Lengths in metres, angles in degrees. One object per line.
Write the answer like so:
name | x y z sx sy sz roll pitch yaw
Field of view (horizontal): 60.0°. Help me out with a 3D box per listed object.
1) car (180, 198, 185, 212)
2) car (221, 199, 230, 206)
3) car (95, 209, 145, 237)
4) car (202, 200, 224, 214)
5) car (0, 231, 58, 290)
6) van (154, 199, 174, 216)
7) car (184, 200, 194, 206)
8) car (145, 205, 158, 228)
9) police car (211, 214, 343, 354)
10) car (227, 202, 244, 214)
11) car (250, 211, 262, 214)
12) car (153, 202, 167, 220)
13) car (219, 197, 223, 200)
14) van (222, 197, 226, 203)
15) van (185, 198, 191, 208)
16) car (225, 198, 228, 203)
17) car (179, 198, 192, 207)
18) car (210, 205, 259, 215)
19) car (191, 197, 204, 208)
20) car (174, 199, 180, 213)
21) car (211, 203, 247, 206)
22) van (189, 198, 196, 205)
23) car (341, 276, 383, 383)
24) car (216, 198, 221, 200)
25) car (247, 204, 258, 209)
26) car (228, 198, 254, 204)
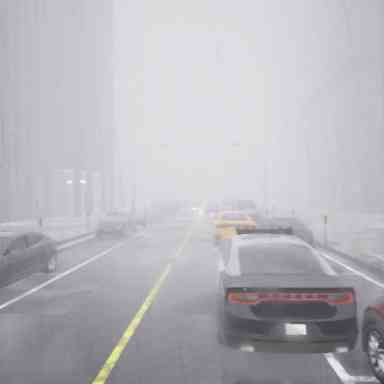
car | -2.722 1.971 47.963 2.192 1.841 5.009 -1 -1 4
car | 7.510 2.407 75.442 1.887 1.381 4.507 -1 -1 4
car | -4.437 1.871 19.968 2.008 1.369 4.403 -1 -1 4
car | 2.722 2.048 42.298 2.033 1.411 5.357 -1 -1 4
car | -5.125 1.755 8.771 1.947 1.339 4.313 -1 -1 4
van | -3.409 1.862 36.766 1.690 1.788 3.998 -1 -1 4
car | -0.655 2.617 81.551 2.008 1.369 4.403 -1 -1 4
car | -4.093 1.969 25.566 1.802 1.307 4.206 -1 -1 4
police car | 1.413 1.488 6.608 1.930 1.638 5.238 -1 -1 4
car | 5.457 1.981 42.023 1.752 1.417 4.829 -1 -1 4
car | 3.728 1.684 13.861 1.947 1.339 4.313 -1 -1 4
car | -3.761 1.977 30.996 1.752 1.417 4.829 -1 -1 4
car | 6.819 2.040 64.248 2.192 1.841 5.009 -1 -1 4
van | 6.131 1.930 53.052 1.690 1.788 3.998 -1 -1 4
van | -1.690 2.202 64.759 1.690 1.788 3.998 -1 -1 4
car | 5.099 1.701 36.258 2.192 1.841 5.009 -1 -1 4
car | -1.346 2.244 70.358 2.192 1.841 5.009 -1 -1 4
car | 1.972 1.658 16.474 1.882 1.535 5.008 -1 -1 3
car | 1.094 2.313 64.986 2.128 1.511 4.902 -1 -1 4
car | -3.064 2.029 42.363 1.967 1.590 4.097 -1 -1 4
car | 2.388 1.727 22.467 1.882 1.535 5.008 -1 -1 4
van | 0.029 2.546 92.751 1.690 1.788 3.998 -1 -1 4
car | 3.039 1.429 2.667 1.967 1.590 4.097 -1 -1 4
car | 3.833 2.287 60.632 1.994 1.385 4.181 -1 -1 4
car | 4.416 1.833 25.058 1.802 1.307 4.206 -1 -1 4
car | 4.756 1.633 30.659 2.192 1.841 5.009 -1 -1 4
